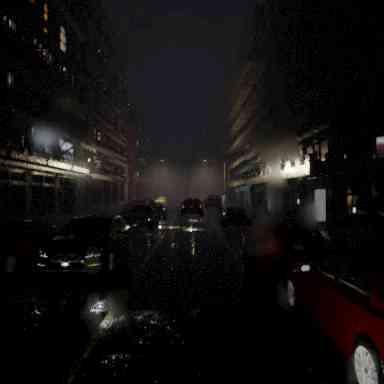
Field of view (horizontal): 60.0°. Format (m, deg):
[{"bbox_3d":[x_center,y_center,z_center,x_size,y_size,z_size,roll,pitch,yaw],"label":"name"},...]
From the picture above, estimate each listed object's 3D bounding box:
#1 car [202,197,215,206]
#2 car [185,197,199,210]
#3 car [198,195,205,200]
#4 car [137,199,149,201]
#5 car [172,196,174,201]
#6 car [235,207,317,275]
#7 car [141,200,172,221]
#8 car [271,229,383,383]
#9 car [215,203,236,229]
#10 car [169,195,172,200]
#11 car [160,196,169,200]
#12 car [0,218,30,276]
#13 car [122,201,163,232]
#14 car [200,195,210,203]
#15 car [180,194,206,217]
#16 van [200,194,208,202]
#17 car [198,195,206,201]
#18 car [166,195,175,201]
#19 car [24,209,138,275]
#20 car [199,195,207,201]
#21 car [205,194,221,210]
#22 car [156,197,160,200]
[{"bbox_3d":[2.698,1.573,54.559,1.947,1.339,4.313,1,0,0],"label":"car"},{"bbox_3d":[0.042,1.511,45.443,1.837,1.490,4.892,0,0,0],"label":"car"},{"bbox_3d":[2.698,1.591,93.225,1.947,1.339,4.313,0,0,0],"label":"car"},{"bbox_3d":[-5.683,1.528,32.310,1.752,1.417,4.829,1,0,0],"label":"car"},{"bbox_3d":[-5.683,1.570,82.191,2.008,1.369,4.403,1,0,0],"label":"car"},{"bbox_3d":[2.699,1.440,10.372,1.967,1.590,4.097,1,0,0],"label":"car"},{"bbox_3d":[-3.000,1.582,27.089,1.994,1.385,4.181,0,0,0],"label":"car"},{"bbox_3d":[2.698,1.545,4.848,1.887,1.381,4.507,1,0,0],"label":"car"},{"bbox_3d":[2.698,1.583,21.419,1.802,1.307,4.206,1,0,0],"label":"car"},{"bbox_3d":[-5.682,1.562,65.620,2.008,1.369,4.403,1,0,0],"label":"car"},{"bbox_3d":[-5.682,1.534,59.926,1.752,1.417,4.829,1,0,0],"label":"car"},{"bbox_3d":[-5.683,1.545,10.386,1.887,1.381,4.507,1,0,0],"label":"car"},{"bbox_3d":[-3.090,1.527,20.490,1.812,1.442,4.674,0,0,0],"label":"car"},{"bbox_3d":[2.700,1.453,71.130,1.967,1.590,4.097,1,0,0],"label":"car"},{"bbox_3d":[0.011,1.353,31.765,2.097,1.767,4.553,0,0,0],"label":"car"},{"bbox_3d":[2.700,1.357,76.654,1.690,1.788,3.998,1,0,0],"label":"van"},{"bbox_3d":[2.698,1.566,87.701,1.887,1.381,4.507,0,0,0],"label":"car"},{"bbox_3d":[-5.683,1.573,87.714,2.008,1.369,4.403,1,0,0],"label":"car"},{"bbox_3d":[-3.094,1.505,10.509,1.837,1.490,4.892,0,0,0],"label":"car"},{"bbox_3d":[2.699,1.563,82.177,1.887,1.381,4.507,0,0,0],"label":"car"},{"bbox_3d":[2.701,1.319,43.514,2.192,1.841,5.009,1,0,0],"label":"car"},{"bbox_3d":[-5.683,1.549,43.527,1.887,1.381,4.507,1,0,0],"label":"car"}]
